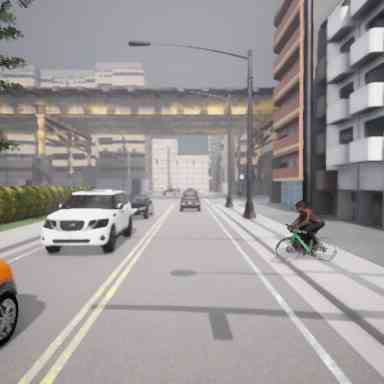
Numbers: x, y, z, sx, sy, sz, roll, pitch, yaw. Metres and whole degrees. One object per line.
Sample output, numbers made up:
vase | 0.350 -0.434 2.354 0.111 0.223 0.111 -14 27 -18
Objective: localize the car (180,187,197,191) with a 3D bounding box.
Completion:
car | -0.042 0.062 62.548 2.038 1.542 4.974 -1 1 -21

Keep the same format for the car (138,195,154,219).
car | -3.776 0.977 23.273 2.128 1.511 4.902 0 1 0

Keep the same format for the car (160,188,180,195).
car | -4.184 -0.097 62.862 1.853 1.218 4.536 0 1 24

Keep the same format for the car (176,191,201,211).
car | -0.154 0.895 29.314 2.033 1.411 5.357 0 1 0

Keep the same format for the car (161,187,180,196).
car | -4.205 0.062 62.818 2.038 1.542 4.974 0 1 24

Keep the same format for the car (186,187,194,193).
car | -0.653 -0.527 89.134 2.038 1.542 4.974 0 1 -1

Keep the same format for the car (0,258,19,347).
car | -3.609 1.287 3.019 2.097 1.767 4.553 0 1 0

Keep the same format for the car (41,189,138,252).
car | -3.692 0.939 12.825 2.150 2.045 5.566 0 1 0

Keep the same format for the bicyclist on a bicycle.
bicyclist on a bicycle | 3.088 1.101 8.993 1.656 1.620 0.582 -1 1 -1

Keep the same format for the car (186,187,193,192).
car | -0.654 -0.685 89.182 1.853 1.218 4.536 0 1 -1

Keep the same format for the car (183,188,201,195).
car | -0.061 -0.096 62.593 1.853 1.218 4.536 -1 1 -21
